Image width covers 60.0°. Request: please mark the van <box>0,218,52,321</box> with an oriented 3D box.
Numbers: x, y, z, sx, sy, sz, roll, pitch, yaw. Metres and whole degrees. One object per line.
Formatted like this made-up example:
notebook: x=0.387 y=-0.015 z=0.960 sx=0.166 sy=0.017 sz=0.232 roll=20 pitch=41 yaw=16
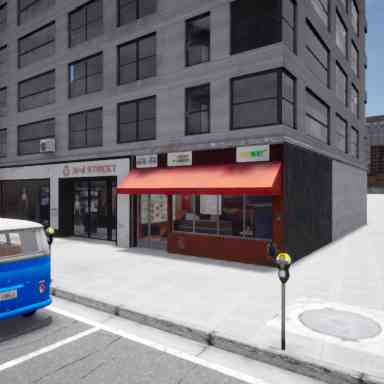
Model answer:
van: x=-4.310 y=1.341 z=6.157 sx=3.998 sy=1.788 sz=1.690 roll=0 pitch=0 yaw=36
